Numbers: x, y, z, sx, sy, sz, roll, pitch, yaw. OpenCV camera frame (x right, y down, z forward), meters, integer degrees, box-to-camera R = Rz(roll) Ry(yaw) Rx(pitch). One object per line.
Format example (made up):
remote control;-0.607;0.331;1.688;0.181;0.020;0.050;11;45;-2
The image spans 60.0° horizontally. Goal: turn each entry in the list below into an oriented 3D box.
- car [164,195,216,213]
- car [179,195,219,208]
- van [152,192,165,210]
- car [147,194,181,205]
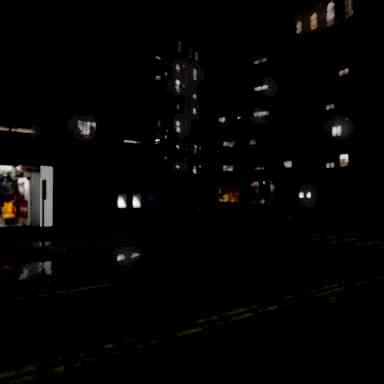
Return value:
car;0.069;1.153;29.638;4.403;1.369;2.008;1;0;37
car;0.757;1.062;39.634;4.403;1.369;2.008;1;0;37
van;-4.327;0.830;32.978;3.998;1.788;1.690;1;0;37
car;-3.646;0.980;42.972;4.206;1.307;1.802;1;0;37
